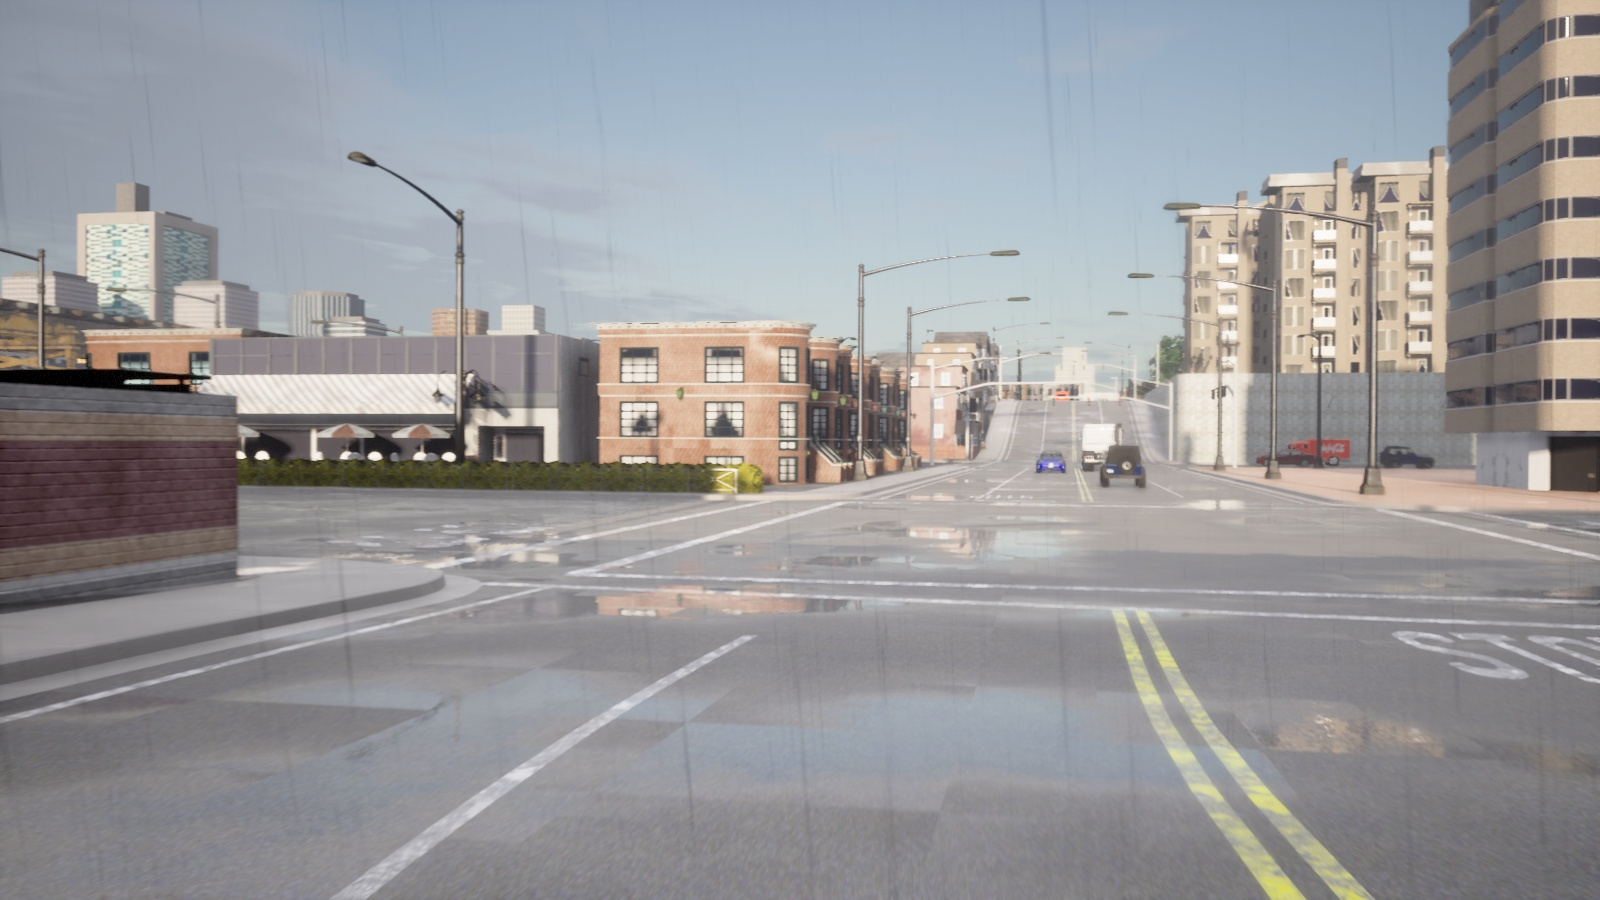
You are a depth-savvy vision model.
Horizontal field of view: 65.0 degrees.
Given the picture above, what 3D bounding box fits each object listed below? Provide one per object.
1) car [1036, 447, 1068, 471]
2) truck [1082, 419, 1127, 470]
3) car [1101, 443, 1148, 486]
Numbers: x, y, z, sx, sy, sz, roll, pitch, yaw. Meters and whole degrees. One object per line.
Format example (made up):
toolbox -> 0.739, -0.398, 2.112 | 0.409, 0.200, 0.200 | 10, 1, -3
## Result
car -> 16.676, 0.572, 83.015 | 2.007, 1.525, 4.514 | 0, 0, 12
truck -> 21.621, -0.413, 89.395 | 2.891, 3.462, 7.936 | 0, 0, 12
car -> 14.685, 0.603, 57.017 | 1.905, 1.878, 3.866 | 0, 0, 12
